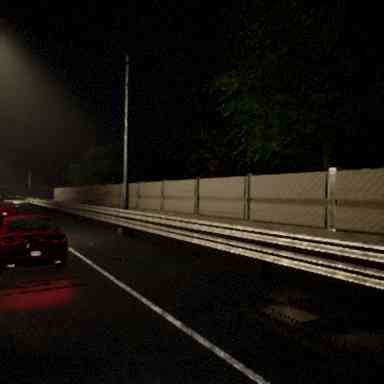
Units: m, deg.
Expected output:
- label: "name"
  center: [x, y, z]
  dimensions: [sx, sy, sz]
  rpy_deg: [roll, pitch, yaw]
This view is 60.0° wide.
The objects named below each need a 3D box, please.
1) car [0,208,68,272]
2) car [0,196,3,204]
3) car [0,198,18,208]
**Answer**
- label: "car"
  center: [-5.476, 1.499, 11.038]
  dimensions: [1.882, 1.535, 5.008]
  rpy_deg: [1, -1, -31]
- label: "car"
  center: [-38.725, 1.575, 66.090]
  dimensions: [1.882, 1.535, 5.008]
  rpy_deg: [1, 0, -26]
- label: "car"
  center: [-15.507, 1.511, 27.457]
  dimensions: [1.882, 1.535, 5.008]
  rpy_deg: [1, -1, -31]
